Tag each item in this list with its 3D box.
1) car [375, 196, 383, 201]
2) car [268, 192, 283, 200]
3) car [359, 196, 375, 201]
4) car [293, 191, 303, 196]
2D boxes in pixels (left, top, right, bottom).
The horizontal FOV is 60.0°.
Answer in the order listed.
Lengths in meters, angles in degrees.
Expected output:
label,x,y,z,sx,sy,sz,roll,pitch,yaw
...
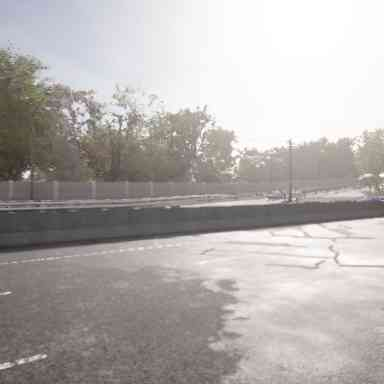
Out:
label,x,y,z,sx,sy,sz,roll,pitch,yaw
car,31.626,1.200,52.269,5.566,2.045,2.150,0,0,-35
car,16.406,0.788,65.382,1.882,1.535,5.008,0,1,31
car,29.552,1.457,55.091,5.008,1.535,1.882,0,0,-35
car,24.824,0.436,78.687,2.128,1.511,4.902,0,2,33
